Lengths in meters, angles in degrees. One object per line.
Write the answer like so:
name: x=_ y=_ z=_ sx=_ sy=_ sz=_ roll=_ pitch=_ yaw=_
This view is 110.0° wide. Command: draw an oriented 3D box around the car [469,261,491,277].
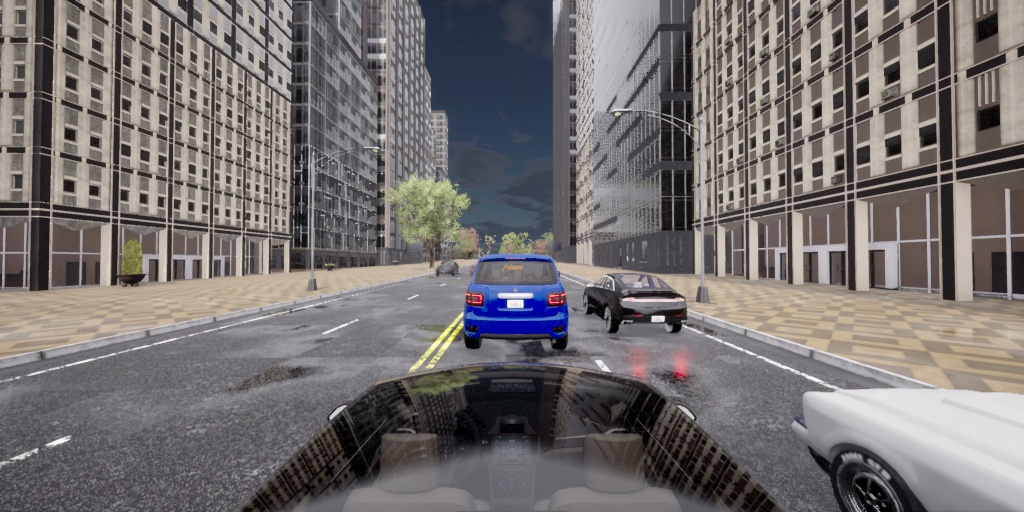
car: x=-3.193 y=1.288 z=36.252 sx=1.812 sy=1.442 sz=4.674 roll=0 pitch=0 yaw=0

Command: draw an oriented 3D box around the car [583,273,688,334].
car: x=3.388 y=1.244 z=10.712 sx=2.128 sy=1.511 sz=4.902 roll=0 pitch=0 yaw=0

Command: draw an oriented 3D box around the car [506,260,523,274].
car: x=0.277 y=1.242 z=42.640 sx=1.882 sy=1.535 sz=5.008 roll=0 pitch=0 yaw=0

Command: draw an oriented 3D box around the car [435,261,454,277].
car: x=-6.443 y=1.267 z=36.336 sx=1.837 sy=1.490 sz=4.892 roll=0 pitch=0 yaw=0

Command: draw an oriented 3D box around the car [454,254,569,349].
car: x=0.120 y=0.974 z=9.276 sx=2.150 sy=2.045 sz=5.566 roll=0 pitch=0 yaw=1

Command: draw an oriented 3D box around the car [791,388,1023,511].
car: x=3.347 y=1.351 z=0.933 sx=1.895 sy=1.301 sz=4.718 roll=0 pitch=0 yaw=0
